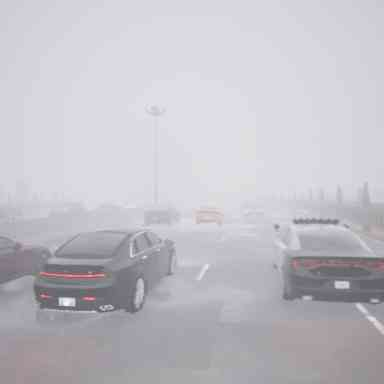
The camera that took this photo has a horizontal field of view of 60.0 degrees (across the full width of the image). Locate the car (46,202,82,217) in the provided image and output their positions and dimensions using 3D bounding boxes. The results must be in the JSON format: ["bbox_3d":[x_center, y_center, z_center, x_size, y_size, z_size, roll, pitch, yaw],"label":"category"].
[{"bbox_3d":[-11.990,1.746,32.013,2.097,1.767,4.553,-1,-1,9],"label":"car"}]

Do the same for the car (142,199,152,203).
[{"bbox_3d":[-9.902,2.225,72.731,1.837,1.490,4.892,0,-1,-15],"label":"car"}]

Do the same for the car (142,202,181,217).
[{"bbox_3d":[-2.159,1.724,25.537,1.882,1.535,5.008,-1,-1,10],"label":"car"}]

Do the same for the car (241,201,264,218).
[{"bbox_3d":[6.039,1.838,32.907,1.895,1.301,4.718,-1,-1,8],"label":"car"}]

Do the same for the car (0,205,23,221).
[{"bbox_3d":[-16.227,1.885,27.696,2.128,1.511,4.902,-1,-1,10],"label":"car"}]

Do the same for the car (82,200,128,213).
[{"bbox_3d":[-8.365,1.856,32.504,2.128,1.511,4.902,-1,-1,9],"label":"car"}]

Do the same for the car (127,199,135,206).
[{"bbox_3d":[-13.458,2.257,72.457,2.128,1.511,4.902,0,-1,-15],"label":"car"}]

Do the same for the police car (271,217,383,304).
[{"bbox_3d":[3.120,1.473,8.488,1.930,1.638,5.238,-1,-1,10],"label":"police car"}]

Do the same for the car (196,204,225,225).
[{"bbox_3d":[1.515,1.697,26.266,1.882,1.535,5.008,-1,0,10],"label":"car"}]

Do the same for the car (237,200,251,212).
[{"bbox_3d":[7.068,1.824,43.197,1.837,1.490,4.892,-1,0,3],"label":"car"}]

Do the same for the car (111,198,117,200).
[{"bbox_3d":[-16.004,2.101,68.175,2.097,1.767,4.553,0,-1,-12],"label":"car"}]

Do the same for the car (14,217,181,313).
[{"bbox_3d":[-1.670,1.592,7.936,1.837,1.490,4.892,-1,0,10],"label":"car"}]

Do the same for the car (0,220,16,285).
[{"bbox_3d":[-5.242,1.644,7.819,1.812,1.442,4.674,-1,-1,10],"label":"car"}]
